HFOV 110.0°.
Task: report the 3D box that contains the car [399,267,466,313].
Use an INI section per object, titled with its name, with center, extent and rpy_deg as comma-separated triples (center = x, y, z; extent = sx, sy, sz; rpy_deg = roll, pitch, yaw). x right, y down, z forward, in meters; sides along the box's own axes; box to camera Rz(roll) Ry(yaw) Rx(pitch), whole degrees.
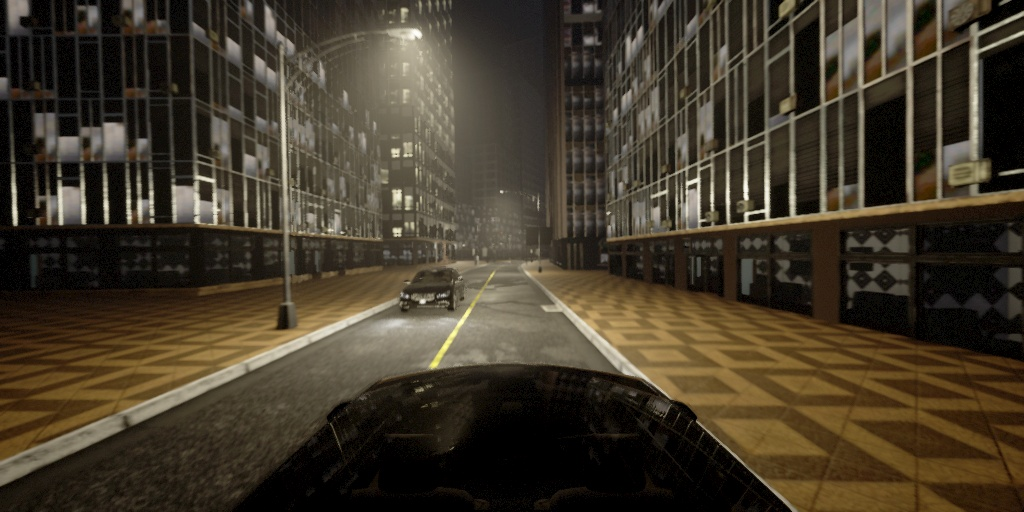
[car]
center = -2.919, 1.200, 13.969
extent = 1.837, 1.490, 4.892
rpy_deg = -1, 1, -1
